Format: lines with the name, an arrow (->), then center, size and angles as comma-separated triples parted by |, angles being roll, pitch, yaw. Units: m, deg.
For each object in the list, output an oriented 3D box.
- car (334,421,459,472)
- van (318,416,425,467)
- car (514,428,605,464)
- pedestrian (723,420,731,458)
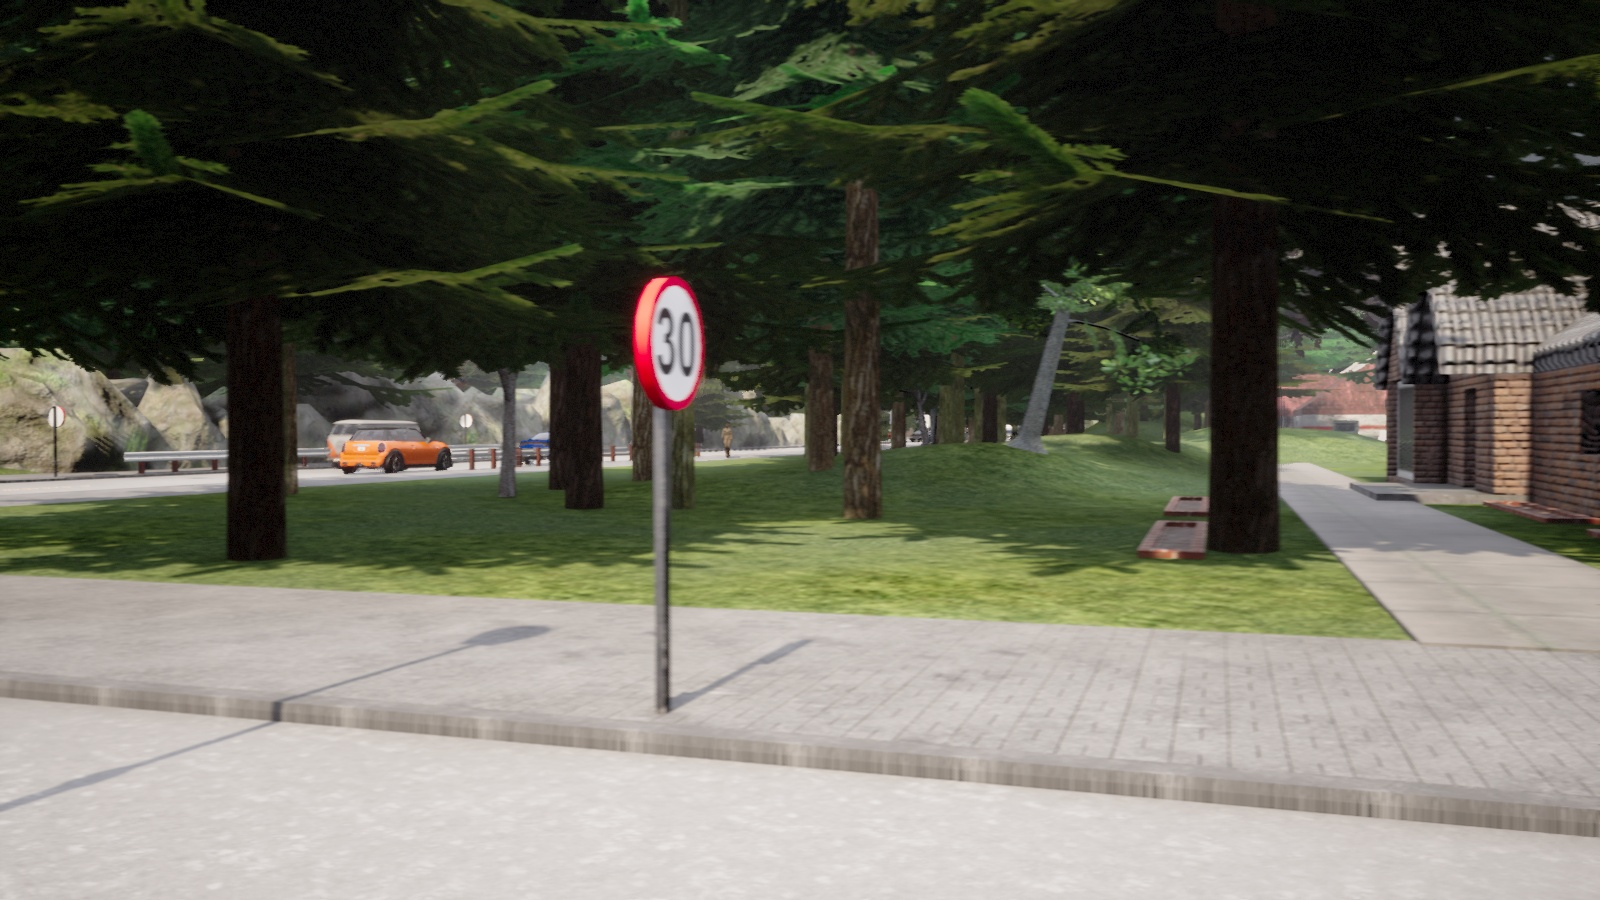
car -> -14.703, -0.160, 46.051 | 2.097, 1.767, 4.553 | 1, 1, 18
van -> -17.306, -0.361, 50.919 | 1.775, 1.987, 4.442 | 1, 1, 18
car -> -10.924, -0.210, 57.500 | 1.882, 1.535, 5.008 | 1, 1, 18
pedestrian -> -3.734, -0.548, 64.132 | 0.396, 1.930, 0.692 | 0, 1, -2
